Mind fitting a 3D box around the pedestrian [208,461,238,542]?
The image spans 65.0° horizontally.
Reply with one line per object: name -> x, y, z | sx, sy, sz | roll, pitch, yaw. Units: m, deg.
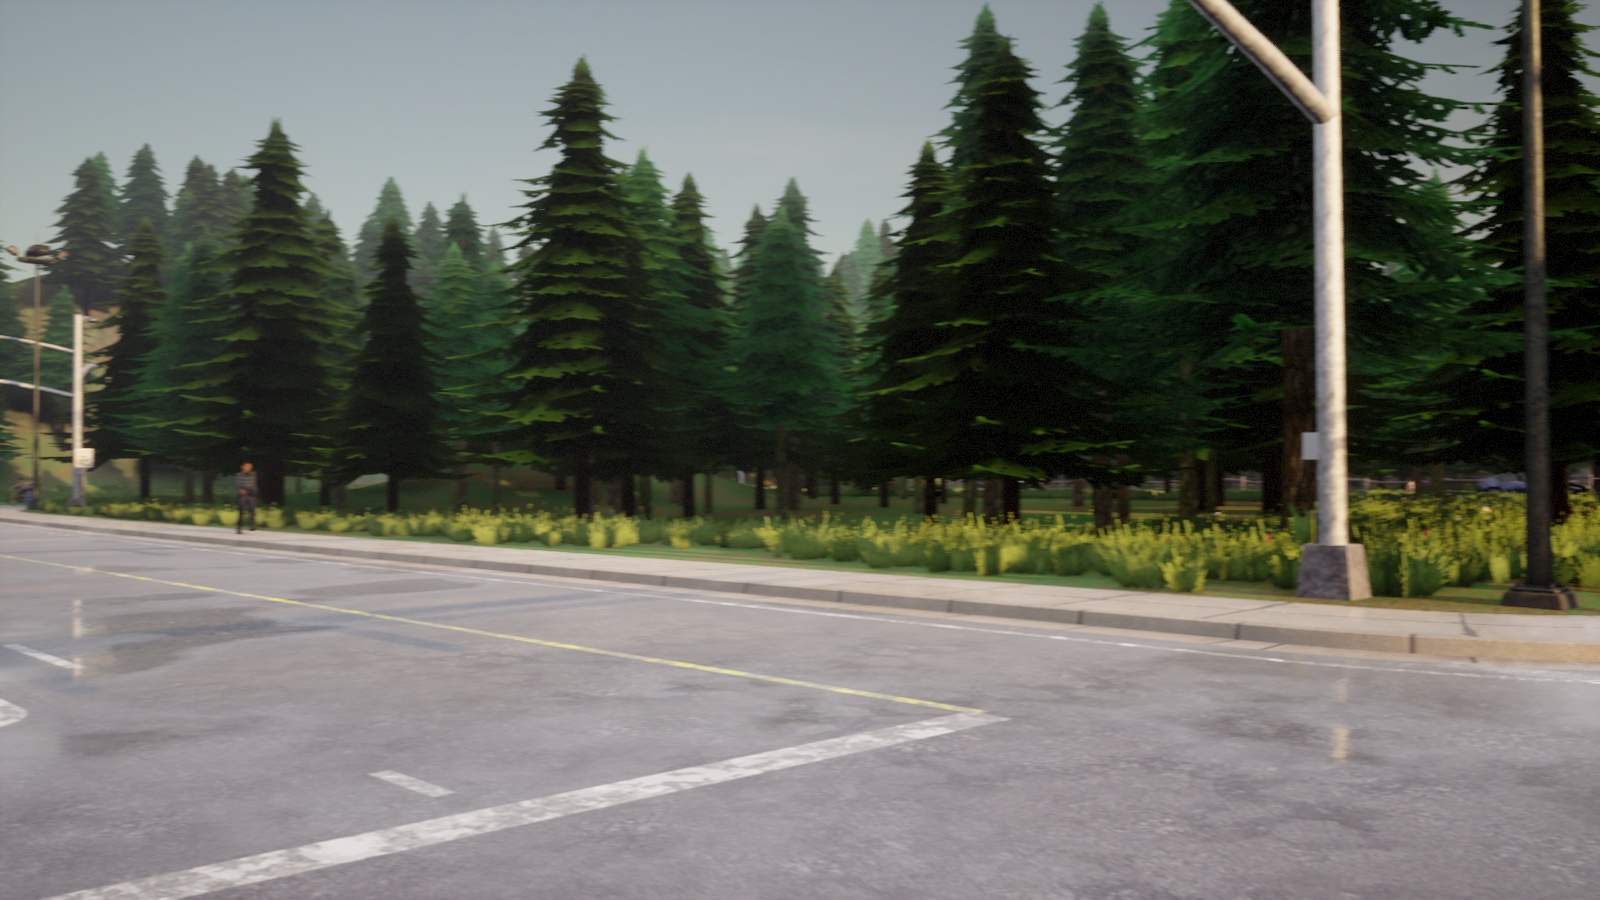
pedestrian -> -14.050, 1.251, 30.570 | 0.423, 1.949, 0.788 | 0, -2, -44

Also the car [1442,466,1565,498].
car -> 34.399, 1.577, 61.488 | 2.163, 1.488, 4.792 | 0, -2, -44
